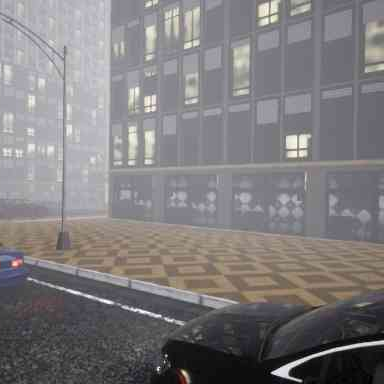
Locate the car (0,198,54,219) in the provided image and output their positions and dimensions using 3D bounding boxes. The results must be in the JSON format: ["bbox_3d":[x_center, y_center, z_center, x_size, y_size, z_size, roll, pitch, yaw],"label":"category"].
[{"bbox_3d":[-16.025,1.517,30.938,2.192,1.841,5.009,1,0,37],"label":"car"}]

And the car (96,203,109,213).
[{"bbox_3d":[-9.210,1.828,40.136,1.752,1.417,4.829,1,0,37],"label":"car"}]

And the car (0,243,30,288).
[{"bbox_3d":[-6.071,1.543,8.032,5.357,1.411,2.033,0,0,36],"label":"car"}]

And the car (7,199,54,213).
[{"bbox_3d":[-19.505,1.640,40.319,1.752,1.417,4.829,1,0,37],"label":"car"}]

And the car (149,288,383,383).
[{"bbox_3d":[1.850,1.505,2.363,4.892,1.490,1.837,0,0,35],"label":"car"}]

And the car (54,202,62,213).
[{"bbox_3d":[-17.518,1.703,38.642,2.033,1.411,5.357,1,0,37],"label":"car"}]
